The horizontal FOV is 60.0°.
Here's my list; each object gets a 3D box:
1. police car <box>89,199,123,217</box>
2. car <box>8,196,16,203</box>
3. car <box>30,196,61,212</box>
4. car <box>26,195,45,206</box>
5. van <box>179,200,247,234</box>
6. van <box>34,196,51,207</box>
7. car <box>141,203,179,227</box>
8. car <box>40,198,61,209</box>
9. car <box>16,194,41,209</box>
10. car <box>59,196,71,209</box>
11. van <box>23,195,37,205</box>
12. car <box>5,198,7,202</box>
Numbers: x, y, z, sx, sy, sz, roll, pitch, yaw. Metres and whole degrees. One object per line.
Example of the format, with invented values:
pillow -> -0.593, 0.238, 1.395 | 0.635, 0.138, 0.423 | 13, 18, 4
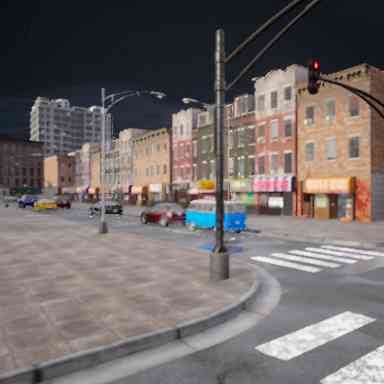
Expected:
police car -> -8.396, 1.491, 32.165 | 1.930, 1.638, 5.238 | 0, 0, -36
car -> -40.345, 1.687, 76.332 | 1.967, 1.590, 4.097 | 0, 0, -36
car -> -18.160, 1.588, 41.095 | 1.882, 1.535, 5.008 | 0, 0, -35
car -> -27.547, 1.489, 58.559 | 2.192, 1.841, 5.009 | 0, 0, -36
van -> 1.252, 1.357, 18.571 | 1.690, 1.788, 3.998 | 0, 0, -36
van -> -24.347, 1.497, 54.116 | 1.690, 1.788, 3.998 | 0, 0, -36
car -> -1.948, 1.472, 23.014 | 1.967, 1.590, 4.097 | 0, 0, -36
car -> -21.146, 1.689, 49.673 | 2.008, 1.369, 4.403 | 0, 0, -36
car -> -24.061, 1.366, 49.211 | 2.150, 2.045, 5.566 | 0, 0, -36
car -> -17.947, 1.435, 45.229 | 2.192, 1.841, 5.009 | 0, 0, -36
van -> -30.746, 1.534, 63.002 | 1.690, 1.788, 3.998 | 0, 0, -36
car -> -43.644, 1.791, 80.913 | 1.752, 1.417, 4.829 | 0, 0, -36
